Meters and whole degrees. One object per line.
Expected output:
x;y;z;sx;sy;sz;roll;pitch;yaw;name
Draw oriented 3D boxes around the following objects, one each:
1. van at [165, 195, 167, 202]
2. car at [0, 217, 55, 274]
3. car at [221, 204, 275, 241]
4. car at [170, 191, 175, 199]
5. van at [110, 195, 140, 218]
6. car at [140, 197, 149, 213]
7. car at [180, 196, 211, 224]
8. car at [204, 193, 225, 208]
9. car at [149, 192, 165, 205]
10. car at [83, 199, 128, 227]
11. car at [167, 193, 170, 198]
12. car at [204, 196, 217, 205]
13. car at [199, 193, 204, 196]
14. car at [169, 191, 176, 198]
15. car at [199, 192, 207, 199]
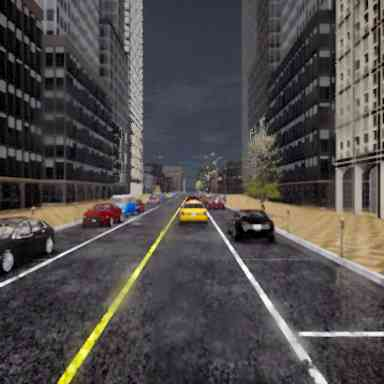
-5.650;0.961;55.689;1.690;1.788;3.998;0;0;0;van
-5.680;1.484;10.153;2.008;1.369;4.403;0;0;0;car
2.704;1.461;15.828;1.947;1.339;4.313;0;0;0;car
-5.634;0.942;83.979;1.752;1.417;4.829;0;0;0;car
-5.669;1.160;27.229;1.690;1.788;3.998;0;0;0;van
-5.666;1.362;32.922;1.802;1.307;4.206;0;0;0;car
0.115;1.302;22.991;1.801;1.575;5.366;0;0;0;car
2.719;1.180;38.593;1.967;1.590;4.097;0;0;0;car
-5.655;1.101;49.997;1.967;1.590;4.097;0;0;0;car
-5.673;1.402;21.538;1.887;1.381;4.507;0;0;0;car
-5.648;1.145;61.383;1.947;1.339;4.313;0;0;0;car
2.725;1.242;49.978;1.802;1.307;4.206;0;0;0;car
0.129;1.200;41.198;1.882;1.535;5.008;0;0;0;car
-5.626;0.676;95.427;1.690;1.788;3.998;0;0;0;car
2.747;0.855;84.128;1.967;1.590;4.097;0;0;0;car
